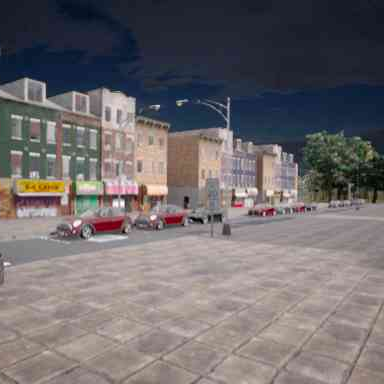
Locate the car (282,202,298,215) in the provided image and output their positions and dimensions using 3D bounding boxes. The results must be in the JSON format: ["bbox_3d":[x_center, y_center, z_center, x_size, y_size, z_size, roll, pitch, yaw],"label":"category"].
[{"bbox_3d":[10.721,1.964,39.930,2.008,1.369,4.403,0,0,36],"label":"car"}]

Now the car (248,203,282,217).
[{"bbox_3d":[7.541,1.893,35.523,1.887,1.381,4.507,0,0,36],"label":"car"}]

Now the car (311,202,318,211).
[{"bbox_3d":[17.082,2.110,48.743,1.947,1.339,4.313,0,0,36],"label":"car"}]

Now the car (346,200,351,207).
[{"bbox_3d":[29.803,2.377,66.369,1.947,1.339,4.313,0,-1,36],"label":"car"}]

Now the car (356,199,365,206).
[{"bbox_3d":[39.345,2.582,79.589,1.947,1.339,4.313,0,-1,36],"label":"car"}]

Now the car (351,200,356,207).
[{"bbox_3d":[32.983,2.461,70.776,1.802,1.307,4.206,0,-1,36],"label":"car"}]

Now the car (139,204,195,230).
[{"bbox_3d":[-1.999,1.599,22.304,1.967,1.590,4.097,0,0,36],"label":"car"}]

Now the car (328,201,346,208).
[{"bbox_3d":[26.623,2.294,61.963,2.008,1.369,4.403,0,-1,36],"label":"car"}]

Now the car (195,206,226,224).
[{"bbox_3d":[1.180,1.787,26.710,1.947,1.339,4.313,0,0,36],"label":"car"}]

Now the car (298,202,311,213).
[{"bbox_3d":[13.902,2.023,44.337,1.887,1.381,4.507,0,0,36],"label":"car"}]

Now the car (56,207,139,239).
[{"bbox_3d":[-5.180,1.538,17.898,1.967,1.590,4.097,0,0,36],"label":"car"}]
